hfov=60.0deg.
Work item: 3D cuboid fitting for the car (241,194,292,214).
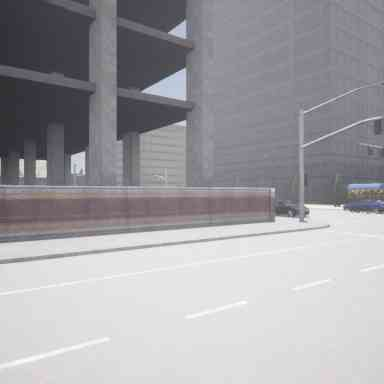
[{"bbox_3d":[8.223,1.221,37.318,2.150,2.045,5.566,0,0,-36],"label":"car"}]

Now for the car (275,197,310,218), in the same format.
[{"bbox_3d":[8.547,1.505,30.860,1.837,1.490,4.892,0,0,-35],"label":"car"}]

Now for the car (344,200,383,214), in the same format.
[{"bbox_3d":[18.524,1.525,35.220,1.812,1.442,4.674,0,0,-37],"label":"car"}]
